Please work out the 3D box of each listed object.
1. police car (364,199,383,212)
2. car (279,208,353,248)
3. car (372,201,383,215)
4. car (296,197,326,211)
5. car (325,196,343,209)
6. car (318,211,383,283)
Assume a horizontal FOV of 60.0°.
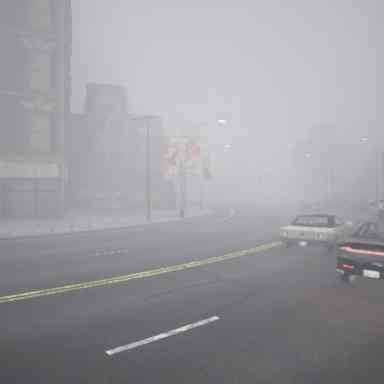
[{"bbox_3d":[13.962,1.412,23.772,1.930,1.638,5.238,0,0,20],"label":"police car"},{"bbox_3d":[5.395,1.592,14.003,1.895,1.301,4.718,0,0,36],"label":"car"},{"bbox_3d":[19.580,1.577,32.800,1.895,1.301,4.718,0,0,11],"label":"car"},{"bbox_3d":[13.247,1.499,37.894,1.812,1.442,4.674,0,0,4],"label":"car"},{"bbox_3d":[16.755,1.325,41.173,2.097,1.767,4.553,0,0,1],"label":"car"},{"bbox_3d":[5.388,1.487,8.702,2.128,1.511,4.902,0,0,43],"label":"car"}]
